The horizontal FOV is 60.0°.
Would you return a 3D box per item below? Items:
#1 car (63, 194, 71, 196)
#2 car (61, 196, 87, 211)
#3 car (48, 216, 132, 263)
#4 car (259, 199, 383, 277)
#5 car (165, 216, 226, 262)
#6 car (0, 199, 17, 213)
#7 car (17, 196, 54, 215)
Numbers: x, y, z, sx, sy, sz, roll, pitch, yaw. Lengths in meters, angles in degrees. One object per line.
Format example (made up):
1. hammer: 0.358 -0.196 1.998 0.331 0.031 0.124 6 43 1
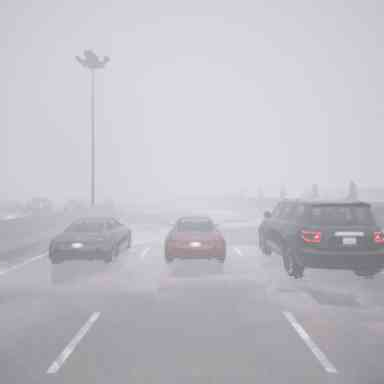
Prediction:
1. car: -27.103 1.108 72.135 1.812 1.442 4.674 0 0 -34
2. car: -12.077 1.439 34.618 2.128 1.511 4.902 0 0 -10
3. car: -3.399 1.546 11.847 1.994 1.385 4.181 0 0 0
4. car: 3.601 1.205 10.279 2.150 2.045 5.566 0 0 0
5. car: 0.101 1.545 12.042 1.994 1.385 4.181 0 0 0
6. car: -19.312 1.473 35.378 1.812 1.442 4.674 0 0 -12
7. car: -15.440 1.302 33.473 2.097 1.767 4.553 0 0 -10
